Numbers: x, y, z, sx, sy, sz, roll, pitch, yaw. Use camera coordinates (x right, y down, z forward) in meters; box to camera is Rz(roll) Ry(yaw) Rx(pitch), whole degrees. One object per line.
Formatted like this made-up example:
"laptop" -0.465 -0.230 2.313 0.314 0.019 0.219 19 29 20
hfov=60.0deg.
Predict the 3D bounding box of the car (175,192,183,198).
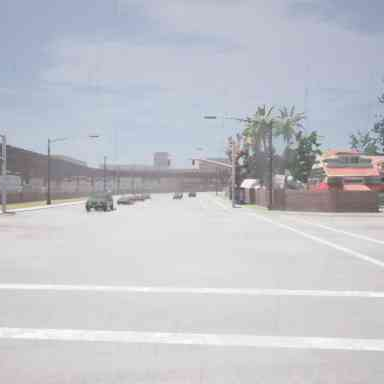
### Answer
"car" -3.406 0.709 87.180 1.994 1.385 4.181 0 1 0

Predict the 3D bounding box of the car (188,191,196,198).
"car" 0.094 0.519 86.818 2.097 1.767 4.553 0 1 0

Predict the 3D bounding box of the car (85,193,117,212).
"car" -10.463 1.158 38.011 2.150 2.045 5.566 0 0 -1

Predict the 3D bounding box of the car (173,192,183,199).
"car" -3.417 0.963 76.862 1.895 1.301 4.718 0 1 0

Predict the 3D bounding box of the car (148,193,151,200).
"car" -10.419 0.924 75.308 1.812 1.442 4.674 0 1 0

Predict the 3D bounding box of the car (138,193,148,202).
"car" -10.442 1.165 65.044 1.994 1.385 4.181 0 1 0

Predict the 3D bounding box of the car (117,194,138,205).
"car" -10.480 1.337 52.468 2.033 1.411 5.357 0 1 1
